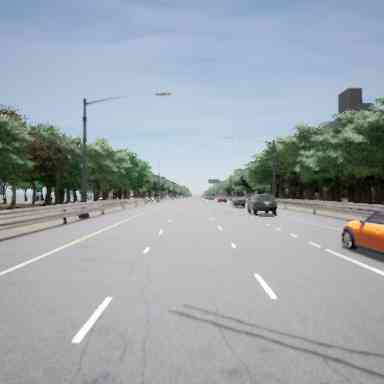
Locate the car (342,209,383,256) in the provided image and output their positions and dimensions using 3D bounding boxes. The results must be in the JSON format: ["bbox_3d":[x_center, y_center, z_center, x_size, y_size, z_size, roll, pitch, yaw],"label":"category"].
[{"bbox_3d":[7.089,1.355,11.479,2.097,1.767,4.553,0,0,-1],"label":"car"}]

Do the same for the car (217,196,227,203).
[{"bbox_3d":[7.244,1.737,81.096,2.097,1.767,4.553,0,-1,0],"label":"car"}]

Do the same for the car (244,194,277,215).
[{"bbox_3d":[7.022,1.233,33.661,2.150,2.045,5.566,0,0,0],"label":"car"}]

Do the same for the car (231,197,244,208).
[{"bbox_3d":[7.073,1.582,50.739,1.837,1.490,4.892,0,0,0],"label":"car"}]
